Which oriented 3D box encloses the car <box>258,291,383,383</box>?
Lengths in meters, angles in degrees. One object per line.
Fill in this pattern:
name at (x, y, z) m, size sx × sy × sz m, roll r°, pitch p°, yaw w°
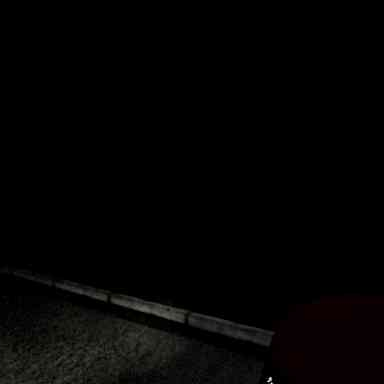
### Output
car at (2.944, 1.208, 1.277) m, size 5.566 × 2.045 × 2.150 m, roll -1°, pitch 0°, yaw 36°
